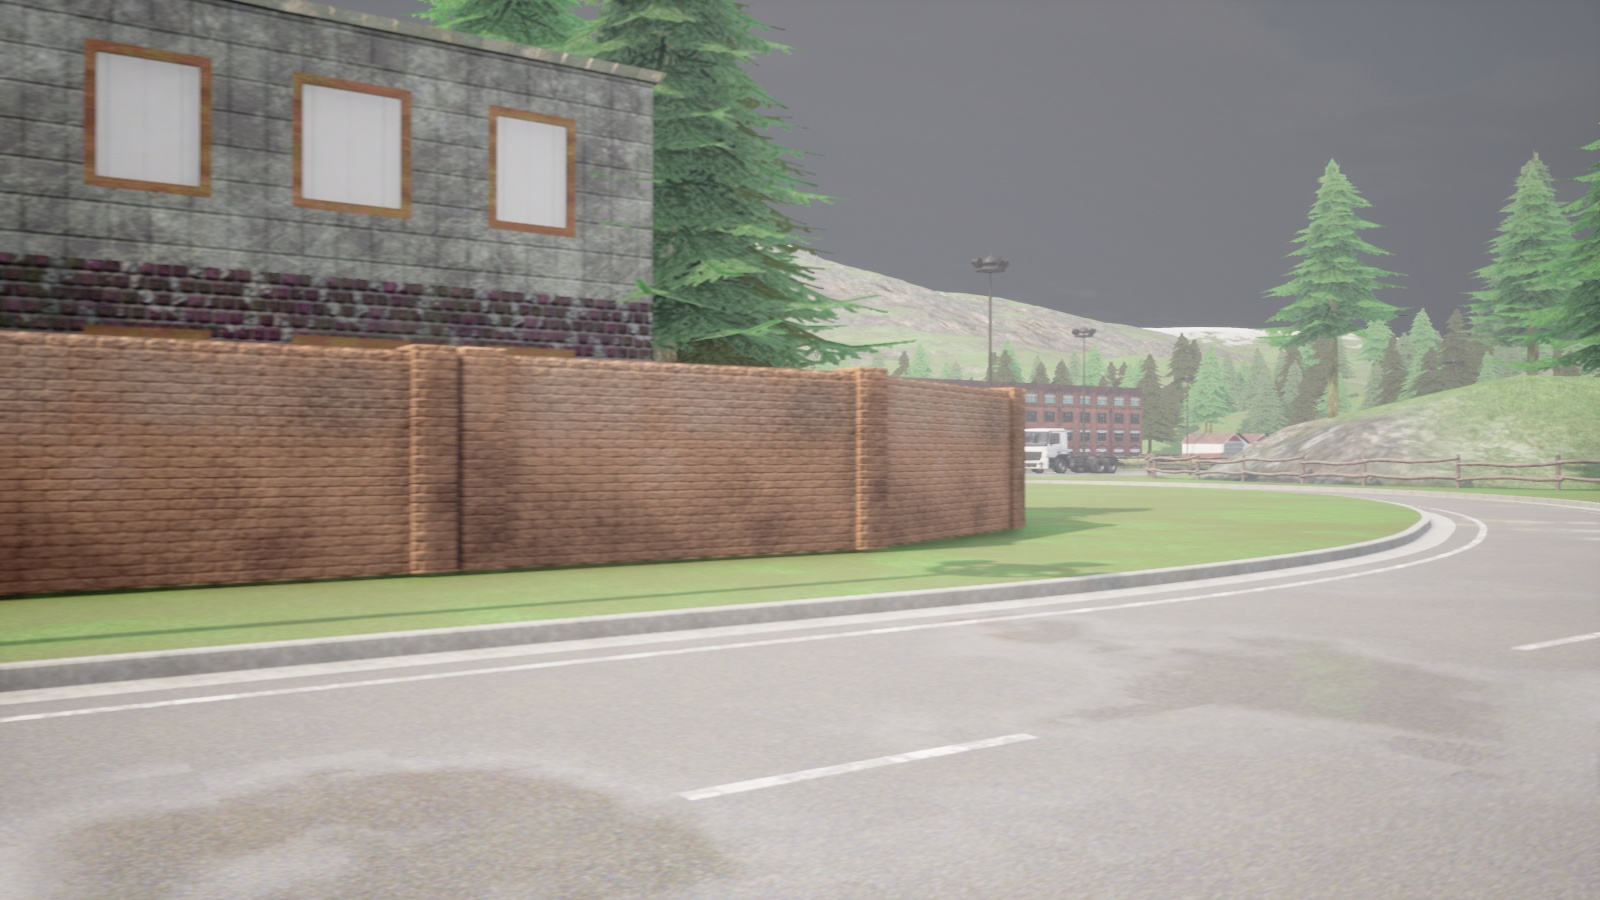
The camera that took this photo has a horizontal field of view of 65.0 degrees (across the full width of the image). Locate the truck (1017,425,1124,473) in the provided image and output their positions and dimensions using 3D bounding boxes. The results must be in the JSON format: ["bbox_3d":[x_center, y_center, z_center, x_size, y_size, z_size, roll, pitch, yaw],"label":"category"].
[{"bbox_3d":[20.285,-0.049,94.047,7.936,3.462,2.891,0,0,-31],"label":"truck"}]
